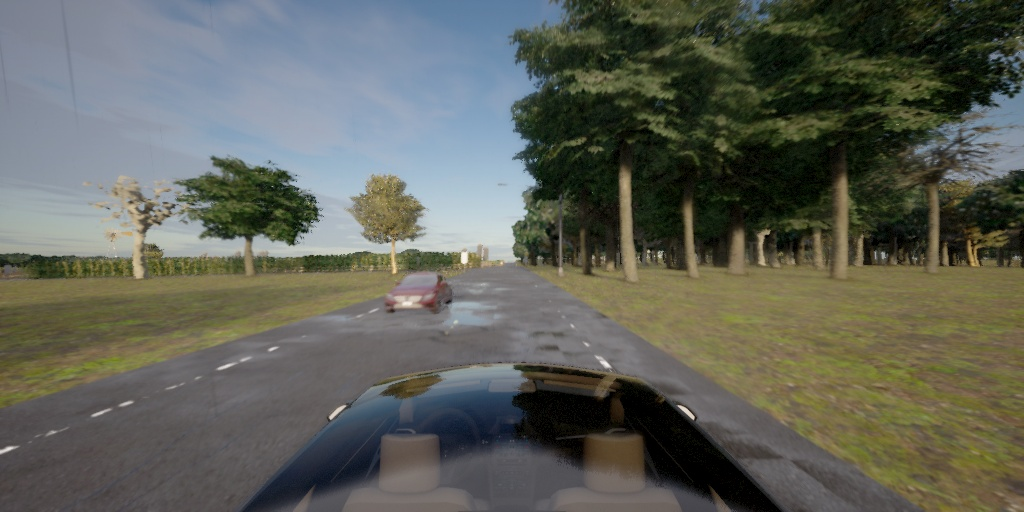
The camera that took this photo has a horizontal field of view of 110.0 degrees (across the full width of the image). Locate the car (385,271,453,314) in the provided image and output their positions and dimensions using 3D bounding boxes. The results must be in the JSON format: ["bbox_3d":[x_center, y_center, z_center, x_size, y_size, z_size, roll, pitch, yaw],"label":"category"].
[{"bbox_3d":[-3.504,1.360,14.295,1.812,1.442,4.674,0,-1,0],"label":"car"}]
